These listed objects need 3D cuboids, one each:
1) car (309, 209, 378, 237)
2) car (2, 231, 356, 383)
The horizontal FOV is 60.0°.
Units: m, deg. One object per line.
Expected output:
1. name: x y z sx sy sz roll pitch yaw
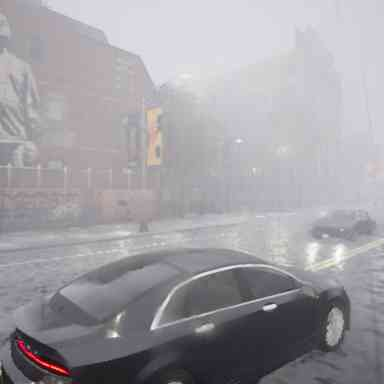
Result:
1. car: 7.819 1.576 16.888 2.033 1.411 5.357 0 0 44
2. car: 0.292 1.521 4.425 4.892 1.490 1.837 0 0 -39
